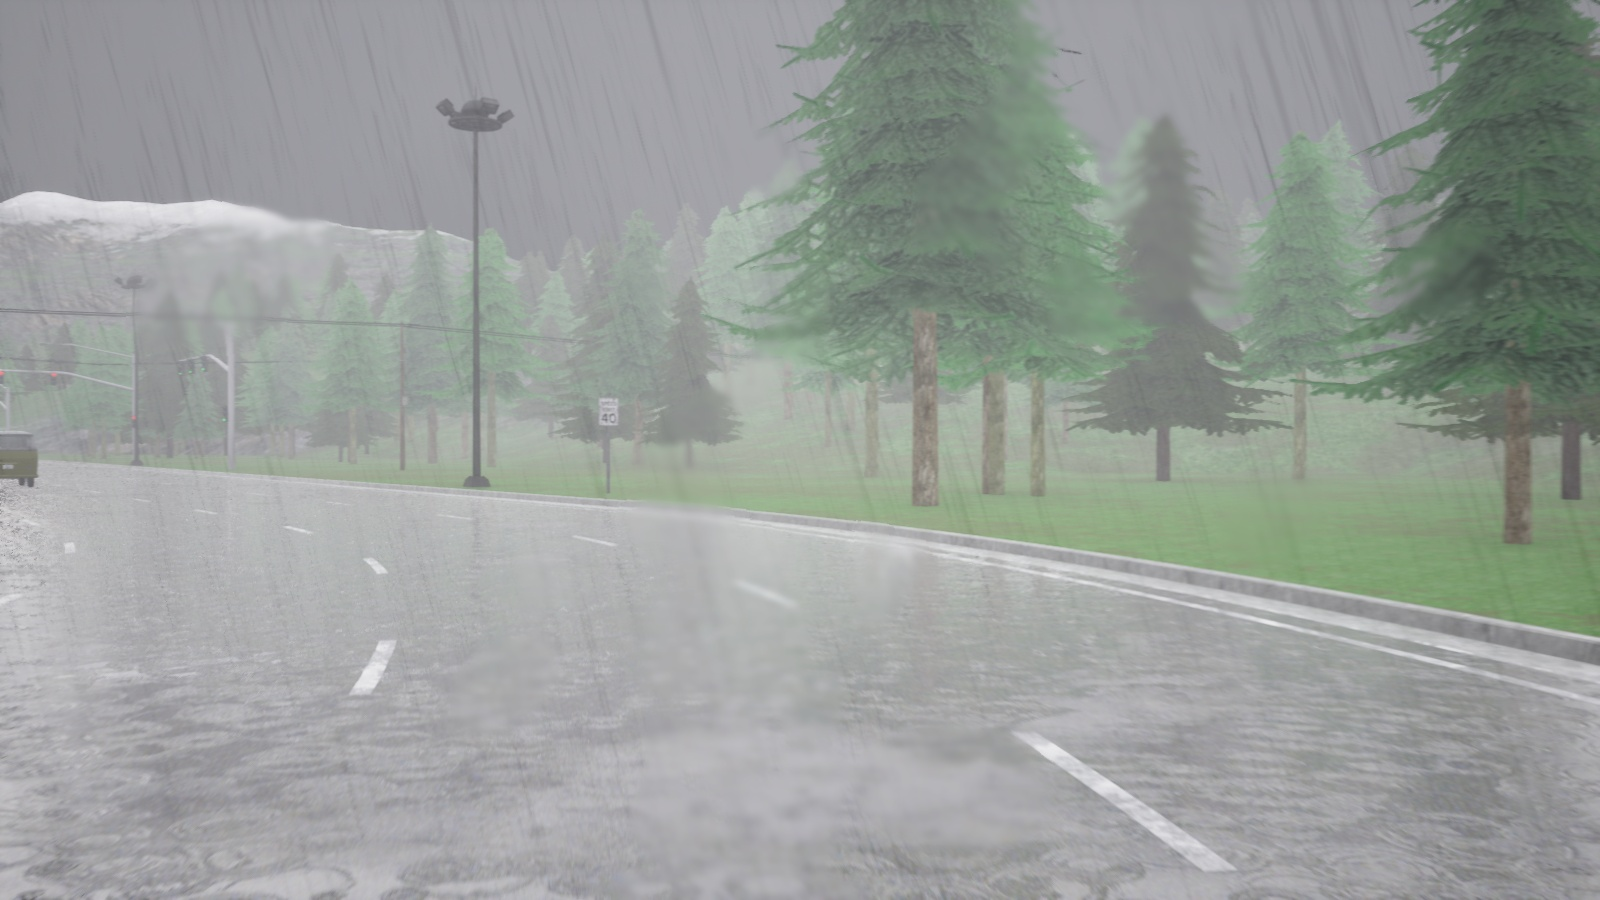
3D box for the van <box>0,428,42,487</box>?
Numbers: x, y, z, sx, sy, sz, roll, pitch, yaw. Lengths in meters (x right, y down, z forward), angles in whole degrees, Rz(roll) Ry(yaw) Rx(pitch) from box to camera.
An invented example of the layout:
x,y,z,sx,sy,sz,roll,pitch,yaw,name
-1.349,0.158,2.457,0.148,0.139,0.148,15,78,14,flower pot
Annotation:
x,y,z,sx,sy,sz,roll,pitch,yaw,name
-28.084,0.257,44.310,1.775,1.987,4.442,0,0,-38,van
